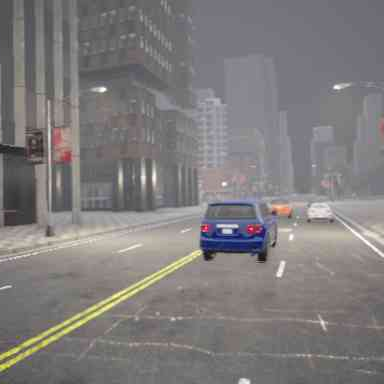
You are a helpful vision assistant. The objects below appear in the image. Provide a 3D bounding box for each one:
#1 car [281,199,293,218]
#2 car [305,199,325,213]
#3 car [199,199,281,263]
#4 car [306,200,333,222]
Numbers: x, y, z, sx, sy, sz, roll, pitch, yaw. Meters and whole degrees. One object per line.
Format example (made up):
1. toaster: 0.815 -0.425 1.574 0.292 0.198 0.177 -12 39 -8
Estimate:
1. car: 8.406 1.463 31.538 2.097 1.767 4.553 -1 -1 19
2. car: 14.474 1.619 39.248 1.994 1.385 4.181 -1 0 19
3. car: 1.941 1.296 12.624 2.150 2.045 5.566 -1 -1 19
4. car: 10.011 1.555 26.157 1.812 1.442 4.674 -1 0 19
